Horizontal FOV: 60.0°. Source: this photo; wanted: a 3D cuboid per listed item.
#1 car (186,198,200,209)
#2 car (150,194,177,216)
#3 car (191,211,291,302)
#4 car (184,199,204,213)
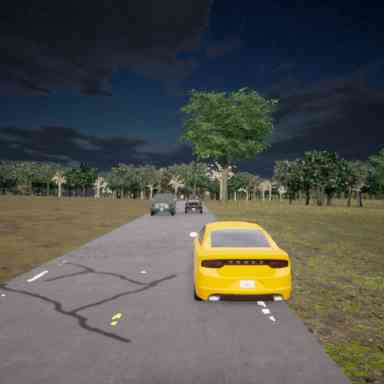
[{"bbox_3d":[0.175,1.591,46.242,1.895,1.301,4.718,0,0,1],"label":"car"},{"bbox_3d":[-2.656,1.189,31.806,2.150,2.045,5.566,0,0,0],"label":"car"},{"bbox_3d":[0.985,1.476,8.364,1.882,1.535,5.008,0,0,0],"label":"car"},{"bbox_3d":[0.179,1.475,35.861,1.837,1.490,4.892,0,0,0],"label":"car"}]
